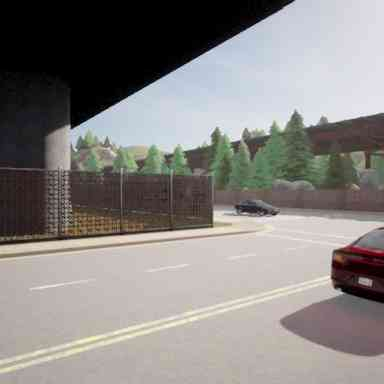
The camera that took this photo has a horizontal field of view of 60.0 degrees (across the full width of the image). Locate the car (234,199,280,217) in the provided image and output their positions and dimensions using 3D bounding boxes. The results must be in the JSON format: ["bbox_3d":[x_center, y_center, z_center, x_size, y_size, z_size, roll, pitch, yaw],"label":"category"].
[{"bbox_3d":[6.155,1.493,31.769,1.837,1.490,4.892,0,1,-36],"label":"car"}]

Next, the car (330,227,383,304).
[{"bbox_3d":[5.161,1.474,7.455,5.008,1.535,1.882,0,0,-35],"label":"car"}]
